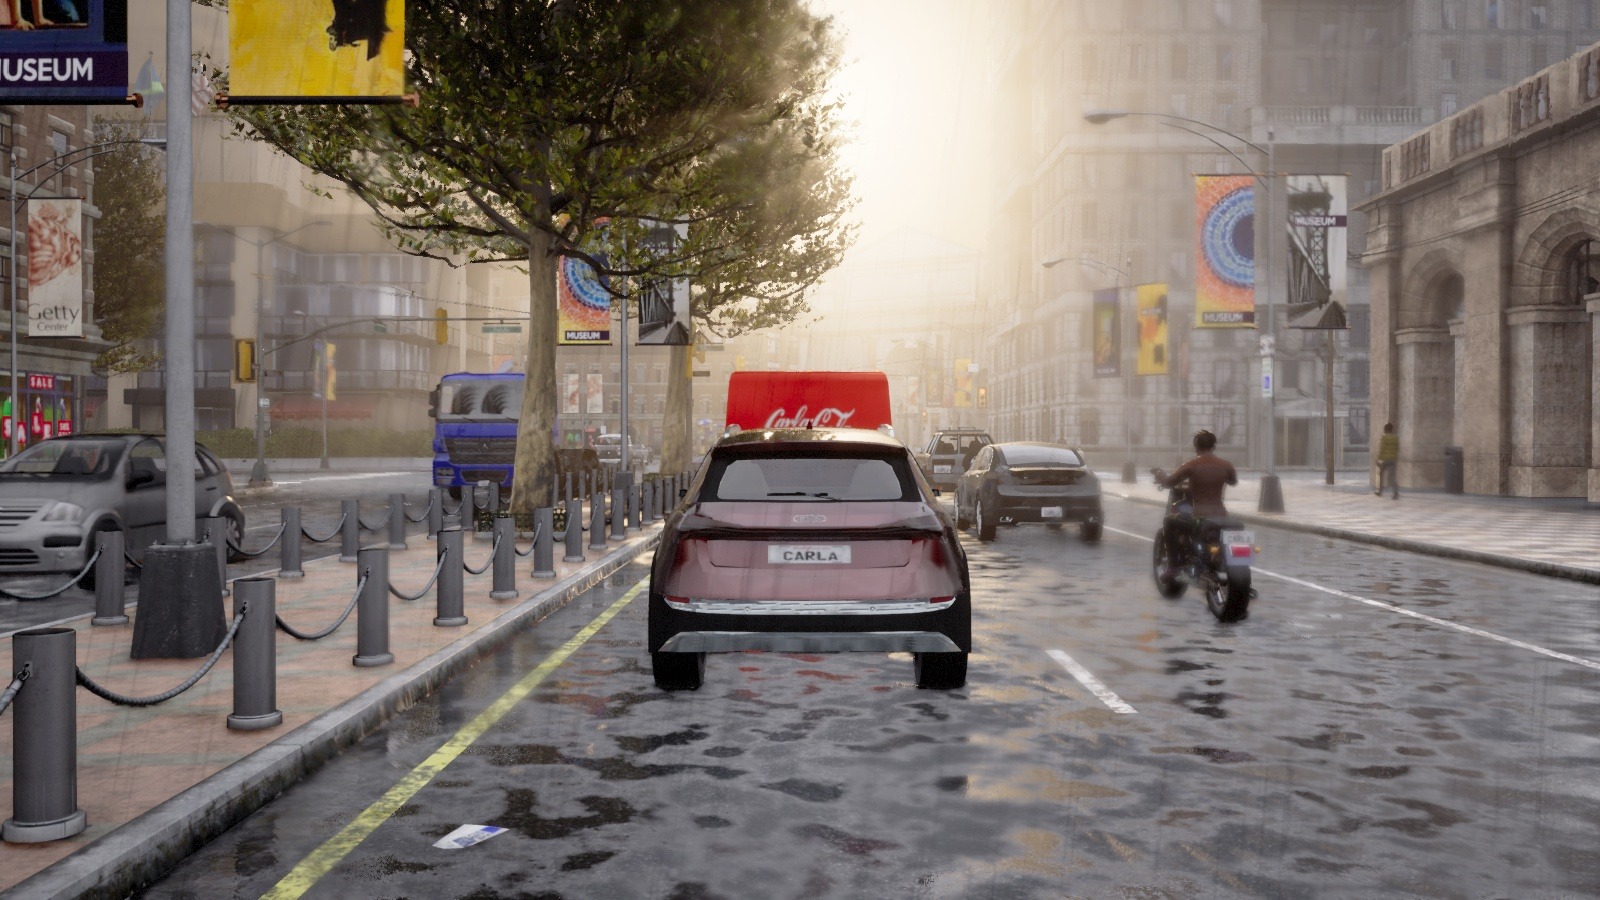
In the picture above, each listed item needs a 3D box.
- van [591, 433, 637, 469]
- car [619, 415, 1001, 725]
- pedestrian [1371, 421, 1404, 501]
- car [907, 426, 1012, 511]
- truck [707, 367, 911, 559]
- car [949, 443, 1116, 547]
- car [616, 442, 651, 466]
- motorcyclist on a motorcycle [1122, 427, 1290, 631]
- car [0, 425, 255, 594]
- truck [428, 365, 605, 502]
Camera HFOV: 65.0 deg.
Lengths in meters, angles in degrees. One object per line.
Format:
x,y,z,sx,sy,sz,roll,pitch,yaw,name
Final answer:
-11.021,0.040,74.628,2.069,2.038,4.480,0,0,0,van
0.067,0.625,9.120,2.033,1.649,4.856,0,0,0,car
13.691,0.249,29.275,0.431,1.840,0.709,0,0,0,pedestrian
3.686,0.399,29.694,1.932,1.855,4.605,0,0,1,car
0.125,0.155,18.747,2.627,2.467,5.204,0,0,0,truck
3.633,0.639,20.483,1.837,1.490,4.892,0,0,0,car
-11.005,0.247,83.075,1.789,1.549,3.705,0,0,0,car
3.581,0.636,11.316,0.766,1.649,2.350,0,0,0,motorcyclist on a motorcycle
-7.904,0.559,14.052,1.851,1.617,3.988,0,0,0,car
-7.834,-0.444,35.907,2.891,3.462,7.936,0,0,3,truck
